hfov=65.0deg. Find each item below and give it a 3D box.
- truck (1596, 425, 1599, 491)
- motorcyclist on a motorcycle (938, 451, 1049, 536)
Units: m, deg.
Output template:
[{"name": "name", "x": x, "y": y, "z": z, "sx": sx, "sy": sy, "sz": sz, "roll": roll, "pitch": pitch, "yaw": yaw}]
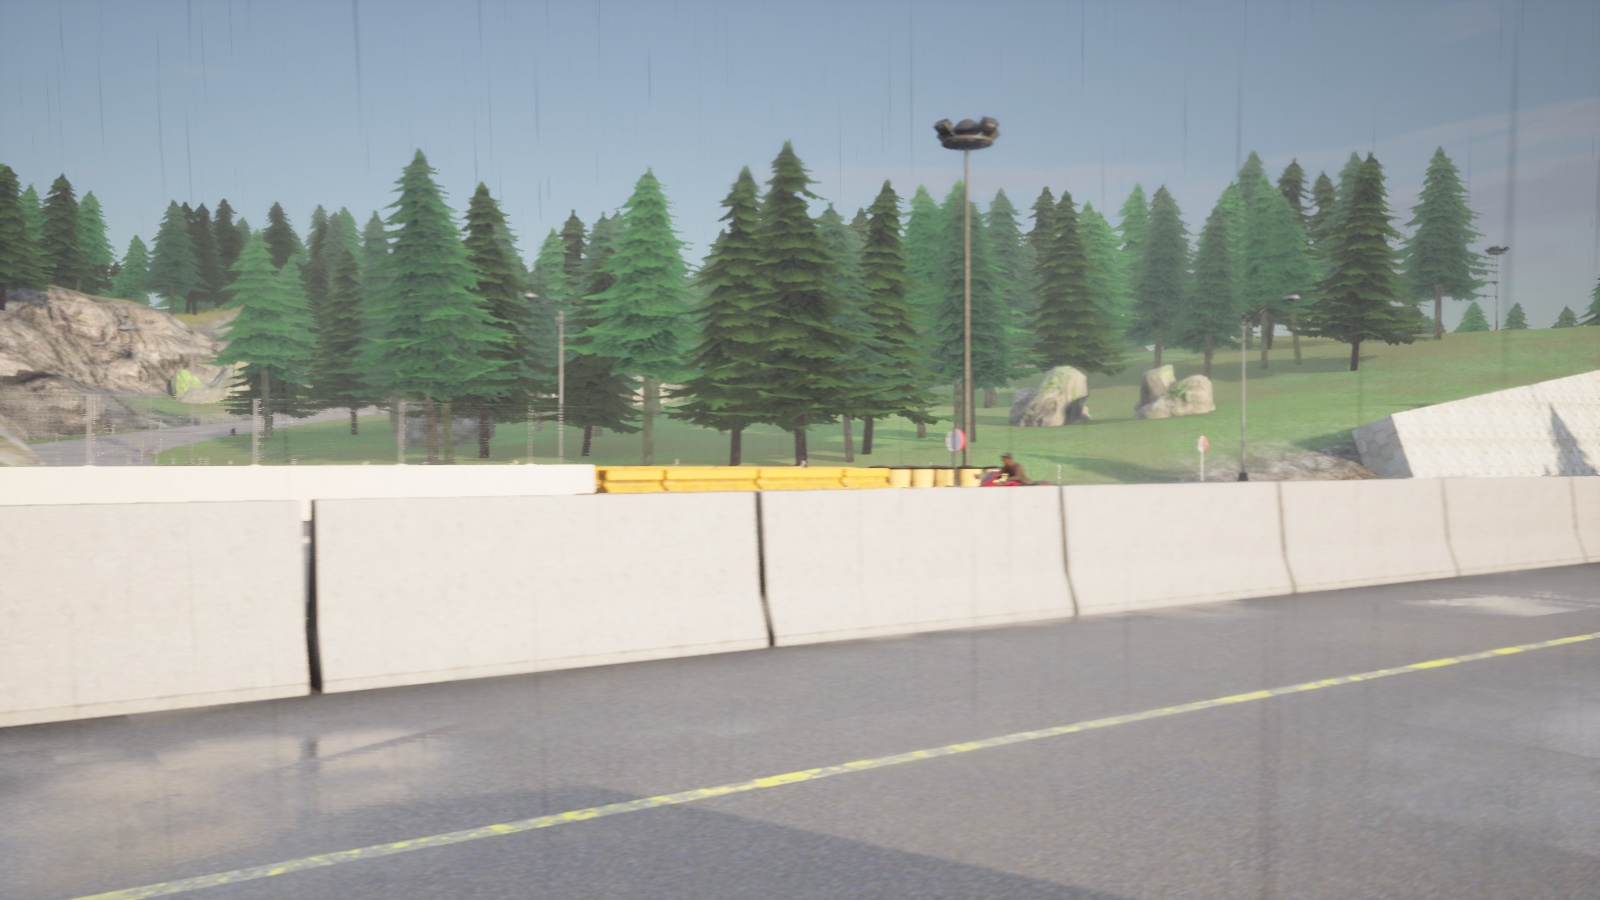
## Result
[{"name": "truck", "x": 33.059, "y": 0.311, "z": 47.992, "sx": 5.204, "sy": 2.467, "sz": 2.627, "roll": 0, "pitch": 0, "yaw": -35}, {"name": "motorcyclist on a motorcycle", "x": 3.592, "y": 0.777, "z": 23.216, "sx": 2.044, "sy": 1.523, "sz": 0.797, "roll": 0, "pitch": 0, "yaw": -35}]
